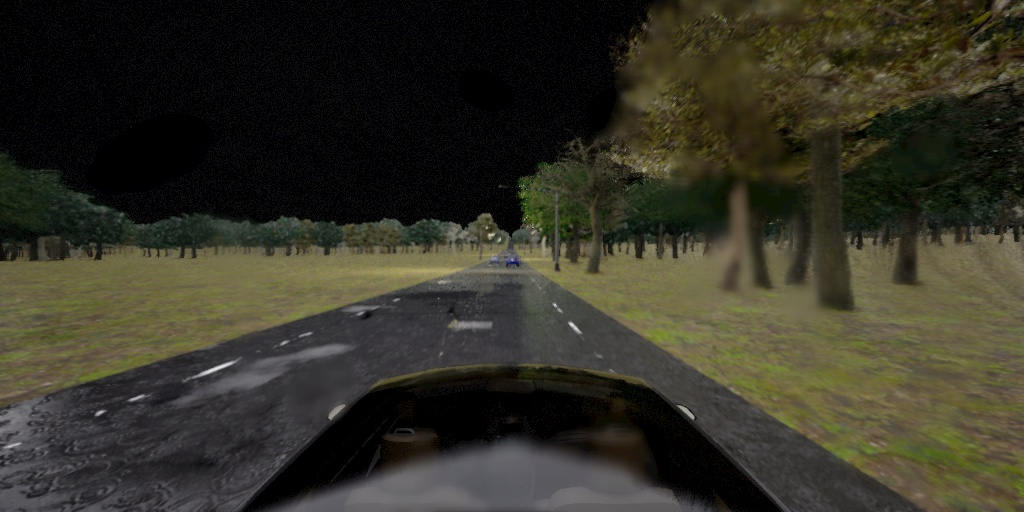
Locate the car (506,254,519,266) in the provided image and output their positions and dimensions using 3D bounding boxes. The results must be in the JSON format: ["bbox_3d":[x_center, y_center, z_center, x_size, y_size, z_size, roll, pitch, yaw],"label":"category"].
[{"bbox_3d":[0.075,0.737,62.636,2.150,2.045,5.566,0,1,0],"label":"car"}]
